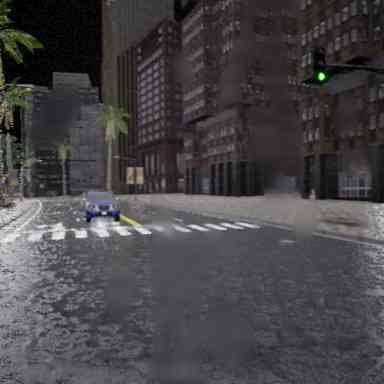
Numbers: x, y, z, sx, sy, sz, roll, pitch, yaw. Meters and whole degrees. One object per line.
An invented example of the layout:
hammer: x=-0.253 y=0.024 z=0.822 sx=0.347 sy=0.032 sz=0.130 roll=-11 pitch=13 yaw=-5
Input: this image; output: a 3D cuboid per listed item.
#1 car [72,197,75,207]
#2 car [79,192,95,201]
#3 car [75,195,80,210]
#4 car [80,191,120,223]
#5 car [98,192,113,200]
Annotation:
car: x=-14.324 y=1.104 z=42.950 sx=1.994 sy=1.385 sz=4.181 roll=-1 pitch=1 yaw=-23
car: x=-19.726 y=0.784 z=62.405 sx=2.128 sy=1.511 sz=4.902 roll=-1 pitch=1 yaw=-27
car: x=-10.237 y=1.212 z=33.118 sx=1.994 sy=1.385 sz=4.181 roll=-1 pitch=1 yaw=-23
car: x=-6.580 y=0.969 z=23.782 sx=2.150 sy=2.045 sz=5.566 roll=-1 pitch=1 yaw=-21
car: x=-16.554 y=0.754 z=63.323 sx=1.837 sy=1.490 sz=4.892 roll=-1 pitch=1 yaw=-26
